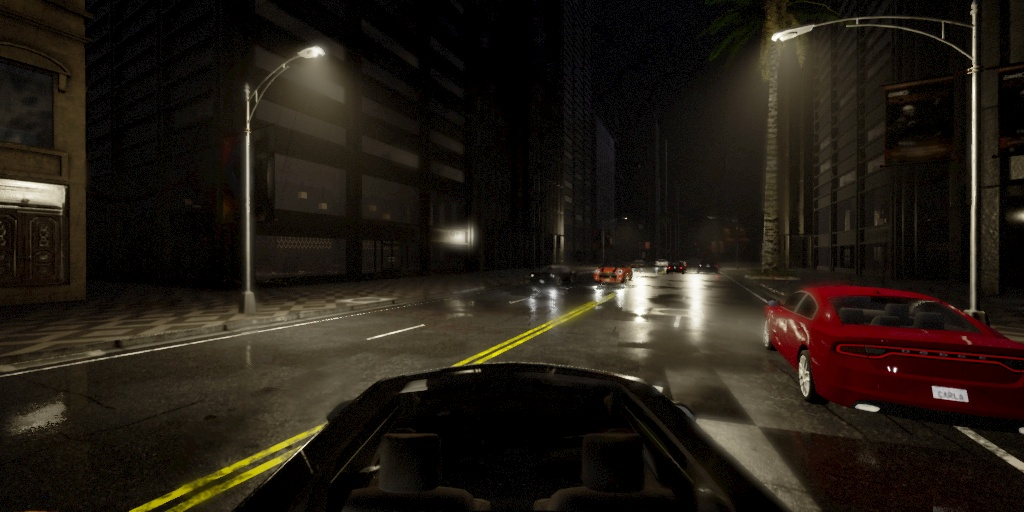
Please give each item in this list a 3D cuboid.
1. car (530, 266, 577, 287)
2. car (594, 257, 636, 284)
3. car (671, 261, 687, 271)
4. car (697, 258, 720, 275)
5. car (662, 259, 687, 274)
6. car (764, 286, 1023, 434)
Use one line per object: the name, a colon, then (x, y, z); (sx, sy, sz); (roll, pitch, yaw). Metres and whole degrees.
car: (2.948, 1.356, 24.870); (1.895, 1.301, 4.718); (0, 0, 27)
car: (7.659, 1.110, 26.934); (2.097, 1.767, 4.553); (0, 0, 27)
car: (23.473, 1.381, 50.206); (1.895, 1.301, 4.718); (0, 0, 27)
car: (22.007, 1.123, 40.241); (2.097, 1.767, 4.553); (0, 0, 27)
car: (18.597, 1.317, 40.701); (2.033, 1.411, 5.357); (0, 0, 27)
car: (5.507, 1.228, 5.786); (1.882, 1.535, 5.008); (0, 0, 27)
